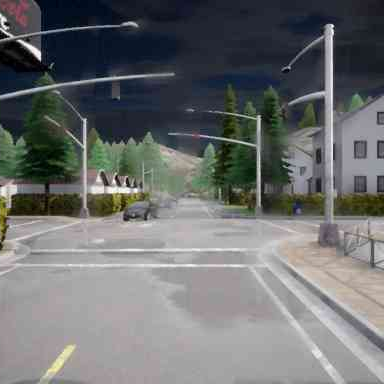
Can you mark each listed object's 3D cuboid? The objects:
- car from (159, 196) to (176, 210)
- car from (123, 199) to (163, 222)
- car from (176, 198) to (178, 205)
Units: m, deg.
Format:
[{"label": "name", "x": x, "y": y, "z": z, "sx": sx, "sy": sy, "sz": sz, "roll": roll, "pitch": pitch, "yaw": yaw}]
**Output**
[{"label": "car", "x": -3.596, "y": 1.491, "z": 42.794, "sx": 2.128, "sy": 1.511, "sz": 4.902, "roll": 0, "pitch": 0, "yaw": 0}, {"label": "car", "x": -3.875, "y": 1.473, "z": 26.049, "sx": 1.837, "sy": 1.490, "sz": 4.892, "roll": 0, "pitch": -1, "yaw": 7}, {"label": "car", "x": -3.504, "y": 1.443, "z": 59.422, "sx": 1.812, "sy": 1.442, "sz": 4.674, "roll": 0, "pitch": 0, "yaw": 0}]
